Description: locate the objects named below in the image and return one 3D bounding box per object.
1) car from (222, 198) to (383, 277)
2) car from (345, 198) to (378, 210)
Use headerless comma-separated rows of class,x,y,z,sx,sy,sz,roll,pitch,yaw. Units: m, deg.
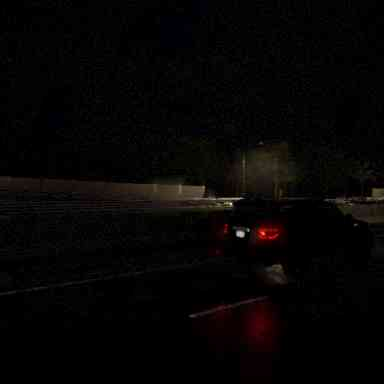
car,3.488,1.231,10.533,5.566,2.045,2.150,0,0,-35
car,23.875,1.600,46.753,4.902,1.511,2.128,0,0,-35
